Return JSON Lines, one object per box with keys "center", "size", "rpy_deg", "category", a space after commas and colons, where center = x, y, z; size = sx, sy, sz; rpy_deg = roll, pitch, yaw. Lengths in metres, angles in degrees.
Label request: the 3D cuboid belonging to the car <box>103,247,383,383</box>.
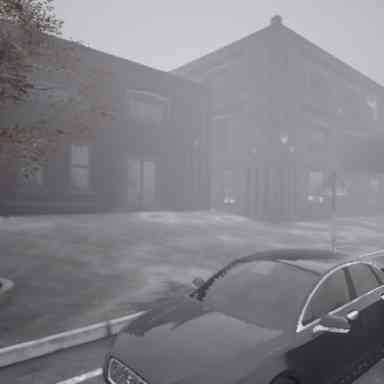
{"center": [1.268, 1.587, 4.409], "size": [4.892, 1.490, 1.837], "rpy_deg": [2, -1, -41], "category": "car"}
